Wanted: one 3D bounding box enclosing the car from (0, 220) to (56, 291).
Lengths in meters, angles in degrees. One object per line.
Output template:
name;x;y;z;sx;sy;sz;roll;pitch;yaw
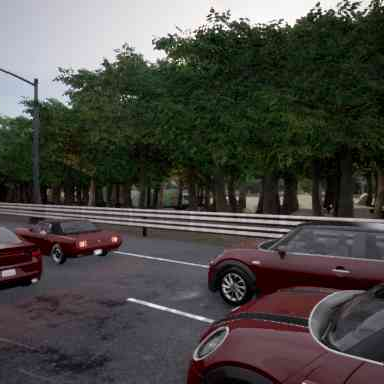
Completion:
car;-5.669;1.479;8.175;5.008;1.535;1.882;0;0;37

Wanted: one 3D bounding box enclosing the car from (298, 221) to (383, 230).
car;2.545;1.352;6.532;4.553;1.767;2.097;0;0;35

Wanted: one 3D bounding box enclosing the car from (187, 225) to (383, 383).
car;2.154;1.352;2.528;4.553;1.767;2.097;0;0;35

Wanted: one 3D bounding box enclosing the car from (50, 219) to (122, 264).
car;-4.729;1.602;11.826;4.718;1.301;1.895;0;0;37
